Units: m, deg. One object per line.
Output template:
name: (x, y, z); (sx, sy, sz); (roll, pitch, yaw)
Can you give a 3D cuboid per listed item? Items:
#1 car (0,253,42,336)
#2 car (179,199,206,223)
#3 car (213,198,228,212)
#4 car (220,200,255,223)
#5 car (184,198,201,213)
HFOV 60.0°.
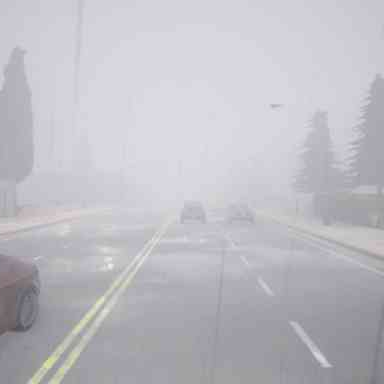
car: (-3.572, 1.530, 4.168); (1.812, 1.442, 4.674); (0, 0, 0)
car: (0.070, 1.518, 25.407); (2.128, 1.511, 4.902); (0, 0, 0)
car: (3.582, 1.520, 40.228); (1.882, 1.535, 5.008); (0, 0, 0)
car: (3.590, 1.575, 25.675); (2.033, 1.411, 5.357); (0, 0, 0)
car: (0.053, 1.547, 39.192); (1.837, 1.490, 4.892); (0, 0, 0)
